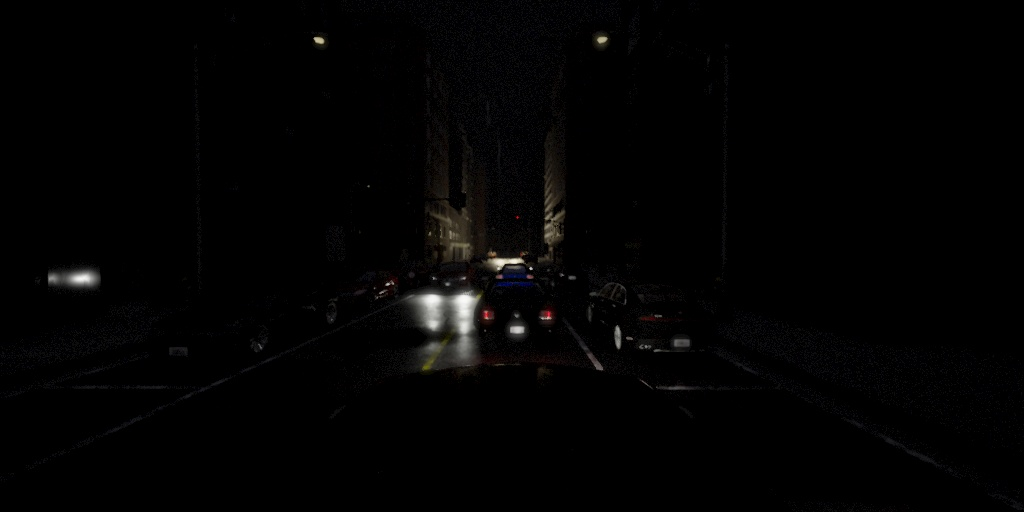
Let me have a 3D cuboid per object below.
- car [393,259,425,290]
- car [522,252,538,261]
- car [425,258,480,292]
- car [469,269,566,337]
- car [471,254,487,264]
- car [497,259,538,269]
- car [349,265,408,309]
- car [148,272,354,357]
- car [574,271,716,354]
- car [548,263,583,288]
[{"bbox_3d":[-5.618,0.915,19.265,1.967,1.591,4.097,0,0,0],"label":"car"},{"bbox_3d":[3.050,0.370,56.324,1.967,1.591,4.097,0,0,0],"label":"car"},{"bbox_3d":[-2.964,1.006,18.945,1.812,1.442,4.674,0,1,1],"label":"car"},{"bbox_3d":[0.118,1.225,9.720,1.895,1.301,4.718,0,1,0],"label":"car"},{"bbox_3d":[-5.475,0.511,56.362,1.802,1.307,4.207,0,0,0],"label":"car"},{"bbox_3d":[0.145,1.050,18.610,1.994,1.385,4.181,0,1,1],"label":"car"},{"bbox_3d":[-5.635,1.143,13.764,1.802,1.307,4.207,0,0,0],"label":"car"},{"bbox_3d":[-5.650,1.213,8.263,1.948,1.339,4.313,0,0,0],"label":"car"},{"bbox_3d":[2.875,1.198,8.239,2.007,1.370,4.403,0,0,0],"label":"car"},{"bbox_3d":[2.907,1.042,19.240,1.948,1.339,4.313,0,0,0],"label":"car"}]
